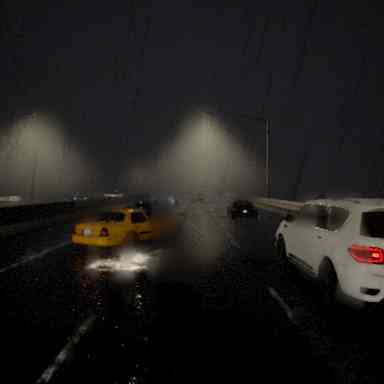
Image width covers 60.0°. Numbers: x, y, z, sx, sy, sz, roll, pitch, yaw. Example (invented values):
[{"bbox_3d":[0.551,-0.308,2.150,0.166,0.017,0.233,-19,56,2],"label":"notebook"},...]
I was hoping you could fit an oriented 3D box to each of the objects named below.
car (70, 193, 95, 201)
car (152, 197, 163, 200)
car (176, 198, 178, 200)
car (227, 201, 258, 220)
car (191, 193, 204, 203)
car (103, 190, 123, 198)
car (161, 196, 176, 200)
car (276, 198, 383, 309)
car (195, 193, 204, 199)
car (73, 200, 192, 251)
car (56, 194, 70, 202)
[{"bbox_3d":[-16.762,0.915,52.049,2.097,1.767,4.553,0,0,2],"label":"car"},{"bbox_3d":[-3.344,1.325,22.847,1.812,1.442,4.674,0,0,1],"label":"car"},{"bbox_3d":[-2.907,1.174,44.779,2.033,1.411,5.357,0,0,2],"label":"car"},{"bbox_3d":[3.809,1.342,25.732,1.994,1.385,4.181,0,0,1],"label":"car"},{"bbox_3d":[0.900,1.042,55.336,2.128,1.511,4.902,0,1,2],"label":"car"},{"bbox_3d":[-13.132,0.757,55.761,2.150,2.045,5.566,0,1,2],"label":"car"},{"bbox_3d":[-3.160,1.204,33.813,2.128,1.511,4.902,0,0,1],"label":"car"},{"bbox_3d":[3.626,1.150,7.839,2.150,2.045,5.566,0,0,0],"label":"car"},{"bbox_3d":[1.792,0.913,79.006,2.033,1.411,5.357,0,0,2],"label":"car"},{"bbox_3d":[-2.263,1.334,13.640,1.801,1.575,5.366,0,1,31],"label":"car"},{"bbox_3d":[-20.196,1.024,53.922,1.882,1.535,5.008,0,1,2],"label":"car"}]
